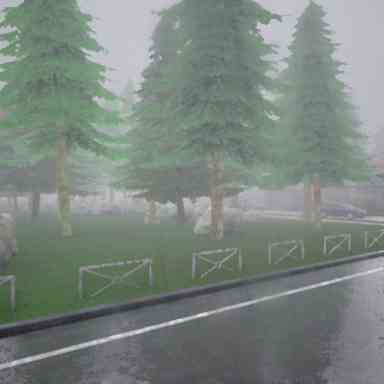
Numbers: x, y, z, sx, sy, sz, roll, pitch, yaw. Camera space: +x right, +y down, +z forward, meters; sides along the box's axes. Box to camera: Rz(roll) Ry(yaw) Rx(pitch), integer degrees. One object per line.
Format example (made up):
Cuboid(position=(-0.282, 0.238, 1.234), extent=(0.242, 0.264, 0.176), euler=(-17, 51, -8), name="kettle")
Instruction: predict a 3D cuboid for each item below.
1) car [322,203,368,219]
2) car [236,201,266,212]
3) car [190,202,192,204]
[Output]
Cuboid(position=(14.949, 1.878, 33.303), extent=(1.837, 1.490, 4.892), euler=(0, 0, -35), name="car")
Cuboid(position=(7.594, 1.728, 43.979), extent=(2.097, 1.767, 4.553), euler=(0, 0, -34), name="car")
Cuboid(position=(-1.736, 1.737, 60.034), extent=(2.097, 1.767, 4.553), euler=(0, 0, -25), name="car")
